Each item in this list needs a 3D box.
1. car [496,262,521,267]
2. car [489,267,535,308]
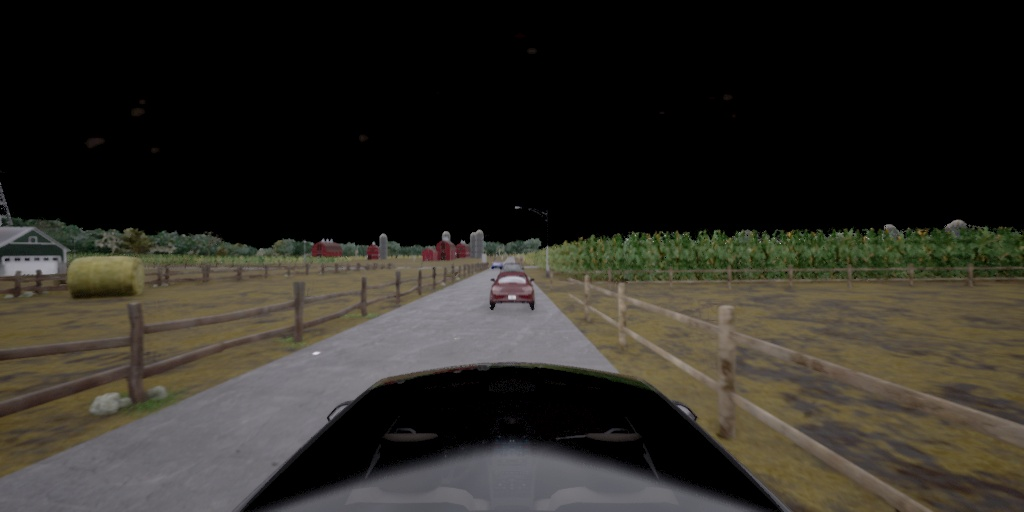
[{"bbox_3d":[0.022,1.368,30.261,2.097,1.767,4.553,0,-1,0],"label":"car"},{"bbox_3d":[0.024,1.406,15.761,1.812,1.442,4.674,0,0,0],"label":"car"}]
